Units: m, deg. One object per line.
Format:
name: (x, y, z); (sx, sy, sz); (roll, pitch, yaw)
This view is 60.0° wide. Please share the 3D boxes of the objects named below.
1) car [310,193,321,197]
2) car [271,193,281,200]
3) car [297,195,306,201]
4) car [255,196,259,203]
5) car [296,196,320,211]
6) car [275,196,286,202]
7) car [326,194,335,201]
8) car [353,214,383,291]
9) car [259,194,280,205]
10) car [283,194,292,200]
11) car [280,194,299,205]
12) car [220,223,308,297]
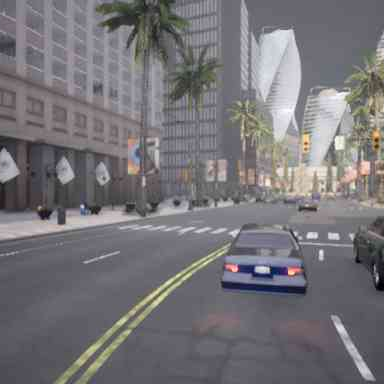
car: (30.961, 1.171, 83.339); (2.150, 2.045, 5.566); (0, 0, 21)
car: (22.637, 1.298, 89.845); (2.185, 1.767, 4.553); (0, 0, 21)
car: (28.524, 1.440, 86.764); (2.033, 1.411, 5.357); (0, 0, 21)
car: (14.516, 1.470, 69.472); (2.161, 1.482, 4.786); (0, 0, 21)
car: (13.981, 1.538, 40.100); (1.994, 1.385, 4.181); (0, 0, 22)
car: (19.601, 1.506, 73.659); (1.994, 1.385, 4.181); (0, 0, 22)
car: (34.346, 1.538, 82.393); (1.895, 1.301, 4.718); (0, 0, 21)
car: (5.671, 1.346, 8.785); (2.097, 1.767, 4.553); (0, 0, 18)
car: (13.896, 1.454, 59.372); (2.128, 1.511, 4.902); (0, 0, 22)
car: (25.251, 1.378, 88.004); (1.882, 1.535, 5.008); (0, 0, 21)
car: (17.088, 1.441, 57.933); (1.882, 1.535, 5.008); (0, 0, 22)
car: (1.955, 1.542, 8.821); (2.033, 1.411, 5.357); (0, 0, 14)
